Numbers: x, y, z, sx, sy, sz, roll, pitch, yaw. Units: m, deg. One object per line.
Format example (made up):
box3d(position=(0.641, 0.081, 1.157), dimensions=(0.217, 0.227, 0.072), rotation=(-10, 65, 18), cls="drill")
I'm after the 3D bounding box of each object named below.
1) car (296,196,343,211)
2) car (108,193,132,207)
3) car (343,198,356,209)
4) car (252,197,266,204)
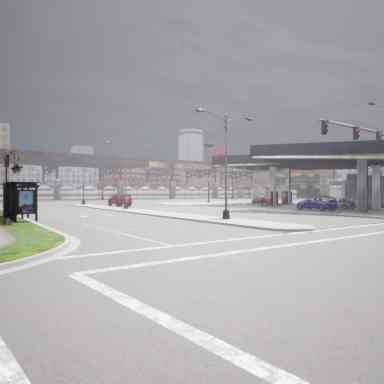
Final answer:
box3d(position=(14.295, 1.295, 38.309), dimensions=(2.242, 1.667, 4.611), rotation=(0, 0, -35), cls="car")
box3d(position=(-11.275, 1.221, 52.029), dimensions=(2.150, 2.045, 5.566), rotation=(0, 0, -35), cls="car")
box3d(position=(18.569, 1.456, 42.223), dimensions=(1.970, 1.475, 3.806), rotation=(0, 0, -35), cls="car")
box3d(position=(12.595, 1.601, 61.367), dimensions=(1.895, 1.301, 4.718), rotation=(0, 0, 29), cls="car")
